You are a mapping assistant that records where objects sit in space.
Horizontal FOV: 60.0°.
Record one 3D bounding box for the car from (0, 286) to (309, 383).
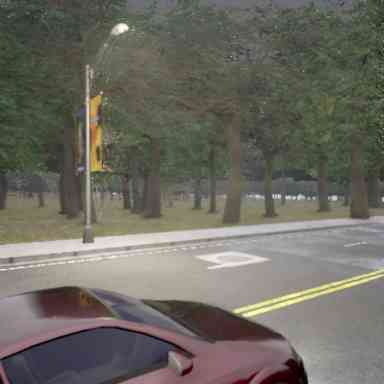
[{"bbox_3d":[-0.912,1.567,2.789,4.181,1.385,1.994,0,0,-35],"label":"car"}]
